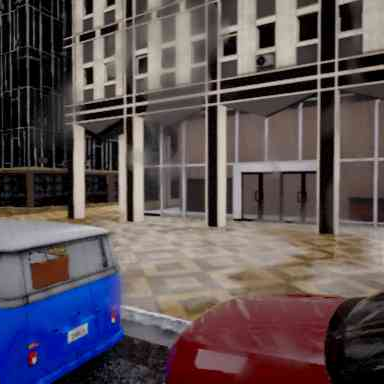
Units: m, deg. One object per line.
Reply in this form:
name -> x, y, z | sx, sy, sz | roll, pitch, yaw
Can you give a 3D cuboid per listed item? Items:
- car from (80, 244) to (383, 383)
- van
car -> 2.093, 1.258, 1.651 | 5.009, 1.841, 2.192 | 0, 2, 30
van -> -2.829, 1.268, 4.493 | 3.998, 1.788, 1.690 | 0, 2, 30
